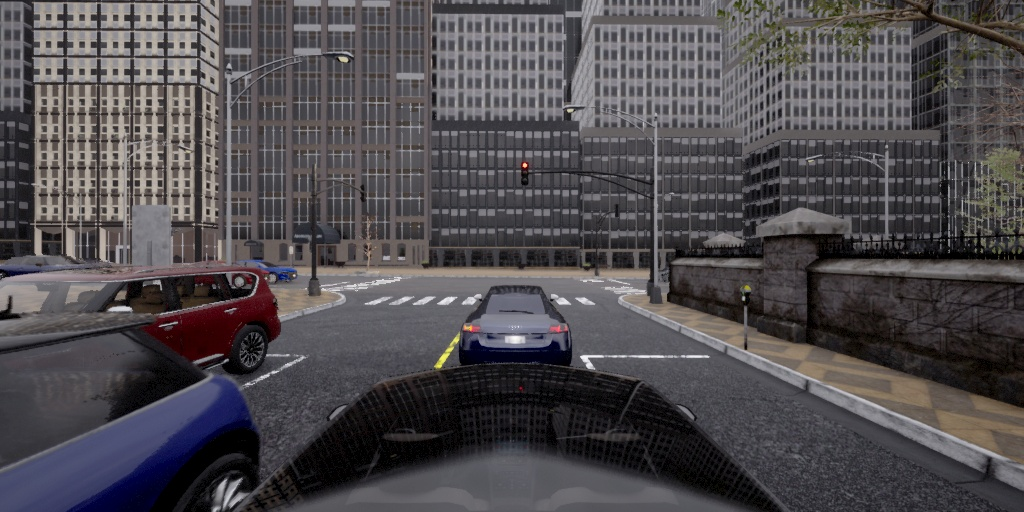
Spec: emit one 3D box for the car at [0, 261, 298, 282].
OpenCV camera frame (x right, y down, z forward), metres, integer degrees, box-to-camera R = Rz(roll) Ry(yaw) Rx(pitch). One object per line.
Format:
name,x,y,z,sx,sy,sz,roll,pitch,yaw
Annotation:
car,-5.364,1.065,4.749,2.192,1.841,5.009,0,0,0

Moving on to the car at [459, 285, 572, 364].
car,0.088,1.314,7.767,1.994,1.385,4.181,0,0,1

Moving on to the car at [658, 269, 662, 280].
car,14.327,1.515,31.368,4.181,1.385,1.994,1,0,-1

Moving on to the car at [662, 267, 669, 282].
car,14.510,1.510,28.119,4.181,1.385,1.994,1,0,-1

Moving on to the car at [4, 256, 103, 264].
car,-26.755,0.780,20.936,4.553,1.767,2.097,0,0,-1

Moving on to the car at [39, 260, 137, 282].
car,-28.425,0.975,24.165,4.181,1.385,1.994,1,0,-1

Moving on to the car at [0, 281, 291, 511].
car,-2.836,1.102,0.589,2.097,1.767,4.553,0,0,1

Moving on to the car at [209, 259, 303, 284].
car,-17.253,1.027,24.318,5.008,1.535,1.882,1,0,0
